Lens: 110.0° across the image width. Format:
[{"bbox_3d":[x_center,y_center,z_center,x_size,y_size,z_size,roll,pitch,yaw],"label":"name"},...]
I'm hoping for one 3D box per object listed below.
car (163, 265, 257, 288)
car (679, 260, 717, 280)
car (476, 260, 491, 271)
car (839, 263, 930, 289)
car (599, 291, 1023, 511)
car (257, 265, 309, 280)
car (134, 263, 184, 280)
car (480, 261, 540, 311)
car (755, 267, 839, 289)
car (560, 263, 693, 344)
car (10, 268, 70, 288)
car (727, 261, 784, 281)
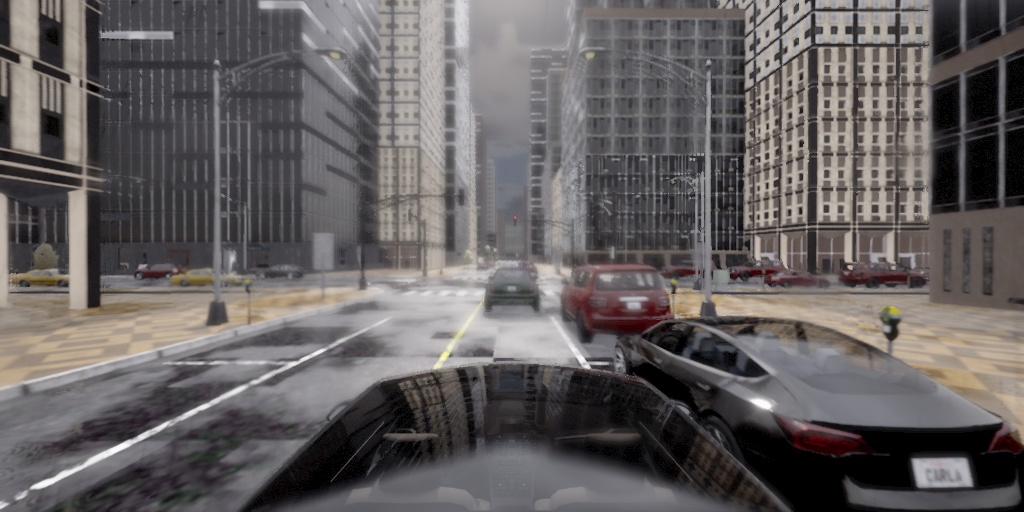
[{"bbox_3d":[-21.267,1.536,25.412,4.829,1.417,1.751,0,0,0],"label":"car"},{"bbox_3d":[16.552,1.342,33.649,5.009,1.841,2.192,0,0,0],"label":"car"},{"bbox_3d":[-5.334,1.794,64.323,1.967,1.591,4.097,0,0,0],"label":"car"},{"bbox_3d":[26.212,1.396,25.534,5.009,1.841,2.192,0,0,0],"label":"car"},{"bbox_3d":[2.564,1.340,4.198,1.948,1.339,4.313,0,0,0],"label":"car"},{"bbox_3d":[-21.458,1.521,33.551,4.403,1.370,2.007,0,0,0],"label":"car"},{"bbox_3d":[-32.574,1.393,33.451,4.097,1.591,1.967,0,0,0],"label":"car"},{"bbox_3d":[0.068,1.234,15.250,2.097,1.767,4.553,0,-1,2],"label":"car"},{"bbox_3d":[20.174,1.655,25.519,4.207,1.307,1.802,0,0,0],"label":"car"},{"bbox_3d":[2.563,1.145,9.846,2.192,1.841,5.009,0,0,0],"label":"car"},{"bbox_3d":[-32.383,1.518,25.454,4.829,1.417,1.751,0,0,0],"label":"car"},{"bbox_3d":[22.884,1.351,33.665,5.009,1.841,2.192,0,0,0],"label":"car"}]
